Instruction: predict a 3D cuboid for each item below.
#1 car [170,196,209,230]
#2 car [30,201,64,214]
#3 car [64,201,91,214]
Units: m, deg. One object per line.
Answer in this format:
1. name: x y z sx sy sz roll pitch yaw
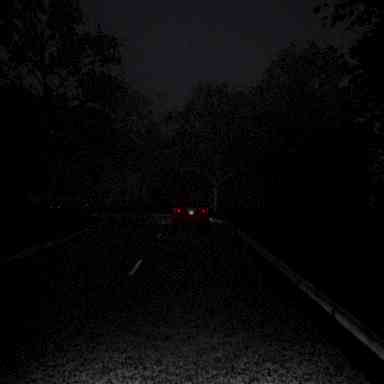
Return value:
1. car: -0.180 1.240 21.161 2.150 2.045 5.566 0 0 -3
2. car: -15.875 1.650 33.535 4.718 1.301 1.895 -1 -3 5
3. car: -13.667 1.708 36.737 4.902 1.511 2.128 0 -3 8
